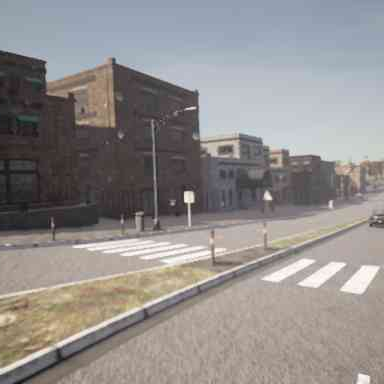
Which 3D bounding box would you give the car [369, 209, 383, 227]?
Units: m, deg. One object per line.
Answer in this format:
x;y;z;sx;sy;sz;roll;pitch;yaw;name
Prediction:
16.816;2.272;29.313;2.128;1.511;4.902;-1;-2;34;car
